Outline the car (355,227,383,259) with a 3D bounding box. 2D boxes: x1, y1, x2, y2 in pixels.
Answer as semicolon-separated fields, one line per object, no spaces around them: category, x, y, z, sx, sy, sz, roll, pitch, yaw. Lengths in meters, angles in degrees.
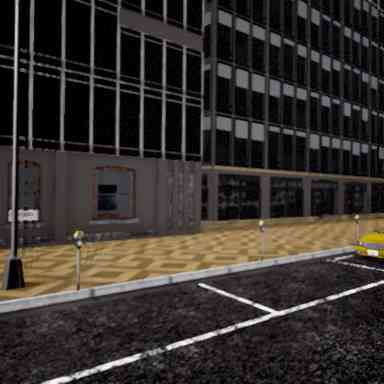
car;7.797;1.661;12.117;4.829;1.417;1.752;1;0;-35
